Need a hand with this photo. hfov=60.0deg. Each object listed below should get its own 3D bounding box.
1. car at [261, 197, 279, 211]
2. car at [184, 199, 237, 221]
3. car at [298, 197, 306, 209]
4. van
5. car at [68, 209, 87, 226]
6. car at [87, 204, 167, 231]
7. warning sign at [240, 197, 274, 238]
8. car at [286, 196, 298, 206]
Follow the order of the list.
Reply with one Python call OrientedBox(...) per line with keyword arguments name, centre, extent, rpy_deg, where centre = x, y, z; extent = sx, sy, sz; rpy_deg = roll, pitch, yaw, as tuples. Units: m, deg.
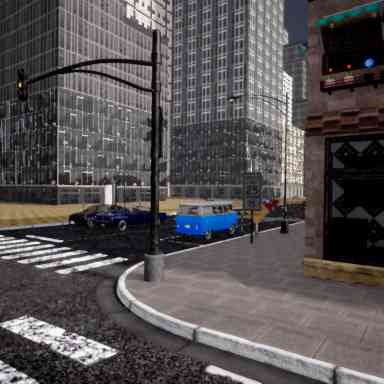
OrientedBox(name="car", centre=(7.507, 1.506, 36.272), extent=(1.895, 1.301, 4.718), rpy_deg=(1, 1, 36))
OrientedBox(name="car", centre=(1.647, 1.414, 28.070), extent=(2.128, 1.511, 4.902), rpy_deg=(1, 1, 35))
OrientedBox(name="car", centre=(15.609, 1.416, 42.227), extent=(1.882, 1.535, 5.008), rpy_deg=(1, 1, 36))
OrientedBox(name="van", centre=(0.870, 1.368, 17.009), extent=(1.690, 1.788, 3.998), rpy_deg=(1, 1, 36))
OrientedBox(name="car", centre=(-5.954, 1.467, 21.880), extent=(1.947, 1.339, 4.313), rpy_deg=(1, 1, 36))
OrientedBox(name="car", centre=(-3.744, 1.541, 20.520), extent=(1.895, 1.301, 4.718), rpy_deg=(1, 1, 36))
OrientedBox(name="warning sign", centre=(3.150, 1.177, 16.112), extent=(1.300, 1.860, 1.060), rpy_deg=(1, 1, 36))
OrientedBox(name="car", centre=(16.443, 1.364, 53.266), extent=(1.752, 1.417, 4.829), rpy_deg=(1, 1, 36))
